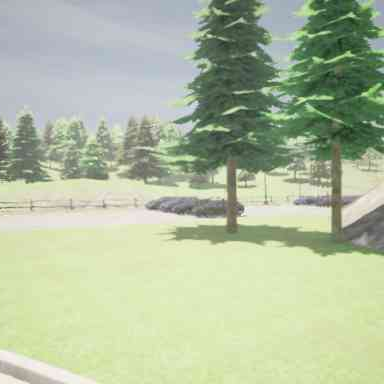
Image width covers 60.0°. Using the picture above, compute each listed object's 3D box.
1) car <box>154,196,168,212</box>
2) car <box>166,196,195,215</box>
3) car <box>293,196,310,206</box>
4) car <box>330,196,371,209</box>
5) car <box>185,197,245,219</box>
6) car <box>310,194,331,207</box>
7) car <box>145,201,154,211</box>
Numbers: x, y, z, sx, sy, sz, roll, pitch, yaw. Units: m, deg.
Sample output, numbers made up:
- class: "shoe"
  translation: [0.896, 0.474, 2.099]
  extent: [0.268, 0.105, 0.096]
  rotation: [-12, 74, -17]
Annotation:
- class: "car"
  translation: [-1.109, 1.220, 34.266]
  extent: [4.553, 1.767, 2.097]
  rotation: [0, 0, -31]
- class: "car"
  translation: [0.398, 1.381, 31.089]
  extent: [4.892, 1.490, 1.837]
  rotation: [0, 0, -31]
- class: "car"
  translation: [17.099, 1.285, 49.295]
  extent: [4.674, 1.442, 1.812]
  rotation: [0, 0, -31]
- class: "car"
  translation: [20.728, 1.281, 43.309]
  extent: [4.892, 1.490, 1.837]
  rotation: [0, 0, -31]
- class: "car"
  translation: [2.231, 1.387, 28.107]
  extent: [4.892, 1.490, 1.837]
  rotation: [0, 0, -31]
- class: "car"
  translation: [19.172, 1.114, 46.457]
  extent: [4.553, 1.767, 2.097]
  rotation: [-1, 0, -31]
- class: "car"
  translation: [-2.928, 1.213, 37.257]
  extent: [4.553, 1.767, 2.097]
  rotation: [0, 0, -31]
